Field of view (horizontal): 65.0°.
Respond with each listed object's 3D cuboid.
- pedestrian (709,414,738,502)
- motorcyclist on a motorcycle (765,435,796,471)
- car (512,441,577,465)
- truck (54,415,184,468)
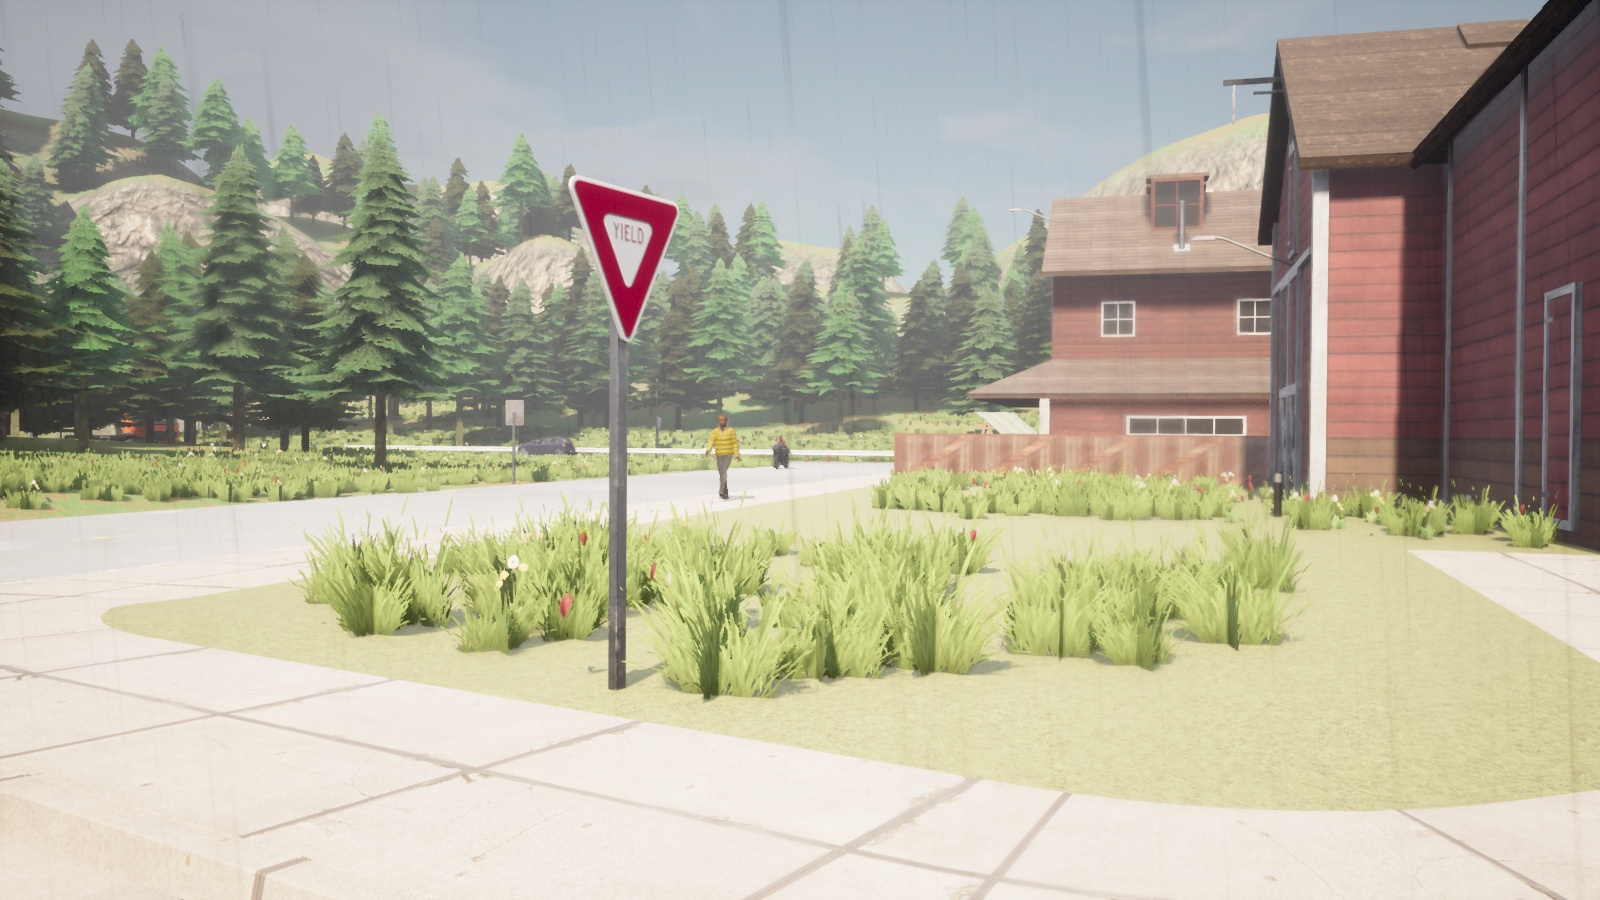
[{"bbox_3d":[-1.606,0.162,26.345,0.370,1.835,0.726,0,1,16],"label":"pedestrian"},{"bbox_3d":[-0.846,0.126,55.655,0.797,1.523,2.044,0,1,16],"label":"motorcyclist on a motorcycle"},{"bbox_3d":[-16.295,0.168,80.175,3.633,1.501,1.845,0,1,16],"label":"car"},{"bbox_3d":[-46.193,-0.565,85.207,7.936,3.462,2.891,0,1,16],"label":"truck"}]
